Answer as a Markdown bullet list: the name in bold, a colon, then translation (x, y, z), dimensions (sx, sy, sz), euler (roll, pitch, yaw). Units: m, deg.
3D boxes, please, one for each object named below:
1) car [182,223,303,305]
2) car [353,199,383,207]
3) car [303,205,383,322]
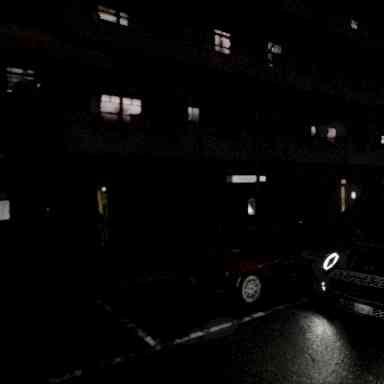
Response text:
- **car**: translation (1.840, 1.477, 7.894), dimensions (4.507, 1.381, 1.887), euler (-1, -1, -36)
- **car**: translation (6.443, 1.183, 11.188), dimensions (5.009, 1.841, 2.192), euler (-1, -1, -36)
- **car**: translation (4.578, 1.267, 6.652), dimensions (4.553, 1.767, 2.097), euler (-1, 0, -36)
